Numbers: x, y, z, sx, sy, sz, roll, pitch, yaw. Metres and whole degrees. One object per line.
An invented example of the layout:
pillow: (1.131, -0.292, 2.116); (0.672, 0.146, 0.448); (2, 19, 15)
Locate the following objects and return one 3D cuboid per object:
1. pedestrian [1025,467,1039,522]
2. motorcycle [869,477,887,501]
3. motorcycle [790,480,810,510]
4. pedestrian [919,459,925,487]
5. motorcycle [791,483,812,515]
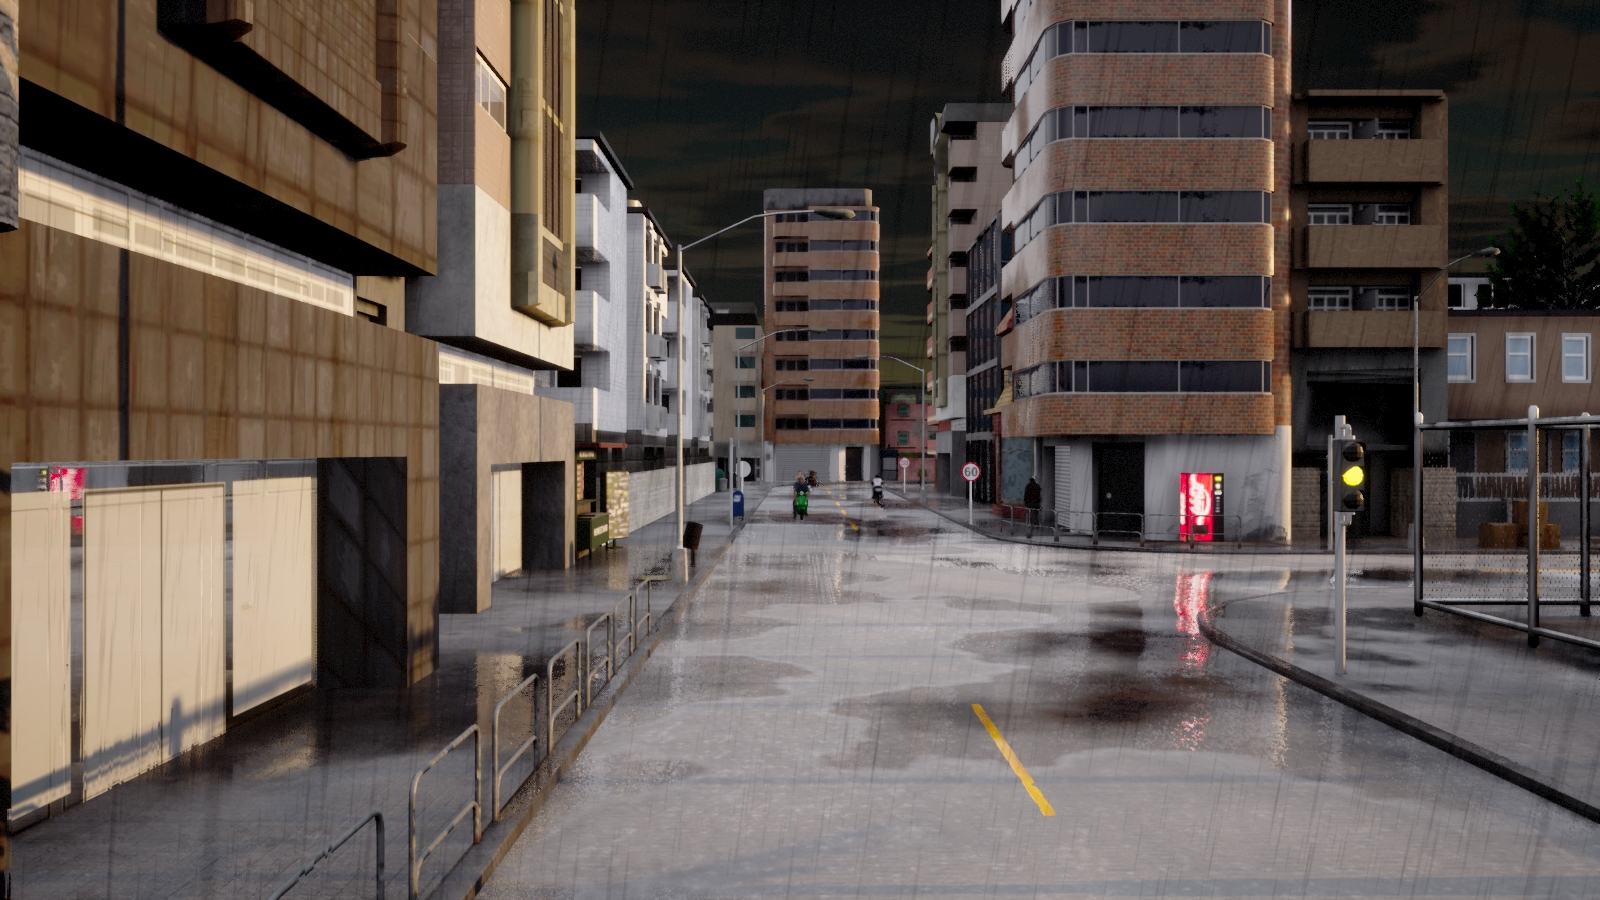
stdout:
pedestrian: (7.929, 1.522, 39.068); (0.375, 1.860, 0.375); (0, 0, -6)
motorcycle: (4.031, 2.003, 59.241); (0.803, 1.145, 2.033); (0, 0, 0)
motorcycle: (0.019, 1.970, 50.389); (0.856, 1.236, 1.805); (0, 0, 0)
pedestrian: (8.096, 1.536, 75.872); (0.375, 1.860, 0.375); (0, 0, 1)
motorcycle: (0.063, 1.970, 46.521); (0.856, 1.236, 1.805); (0, 0, 0)
